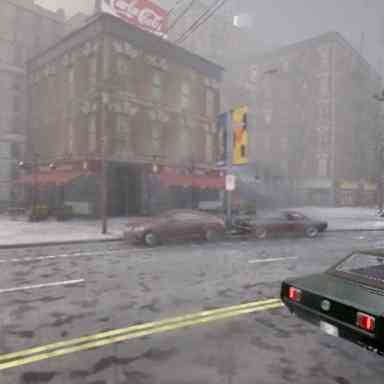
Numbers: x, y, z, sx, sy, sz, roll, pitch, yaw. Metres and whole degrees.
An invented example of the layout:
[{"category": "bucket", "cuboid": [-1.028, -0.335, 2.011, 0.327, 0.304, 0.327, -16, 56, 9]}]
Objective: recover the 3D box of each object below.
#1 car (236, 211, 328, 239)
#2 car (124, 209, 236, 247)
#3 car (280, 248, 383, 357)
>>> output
[{"category": "car", "cuboid": [4.530, 1.658, 17.323, 4.718, 1.301, 1.895, 1, 0, -17]}, {"category": "car", "cuboid": [-0.671, 1.509, 14.920, 4.674, 1.452, 2.002, 1, 0, -27]}, {"category": "car", "cuboid": [3.906, 1.653, 5.651, 4.718, 1.301, 1.895, 1, 0, -27]}]
